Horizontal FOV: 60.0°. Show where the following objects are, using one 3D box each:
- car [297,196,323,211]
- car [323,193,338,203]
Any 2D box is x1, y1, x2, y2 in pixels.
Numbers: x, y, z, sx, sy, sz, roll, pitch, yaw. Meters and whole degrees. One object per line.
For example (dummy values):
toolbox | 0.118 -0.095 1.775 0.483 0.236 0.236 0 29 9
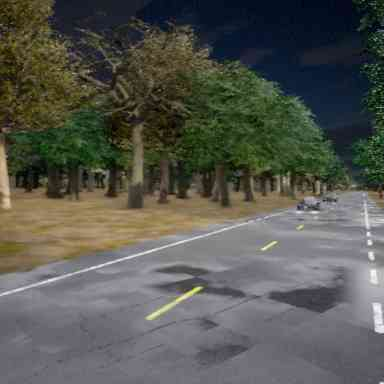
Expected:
car | 12.394 1.212 35.162 1.812 1.442 4.674 0 0 27
car | 23.368 0.881 56.222 2.097 1.767 4.553 0 1 28
